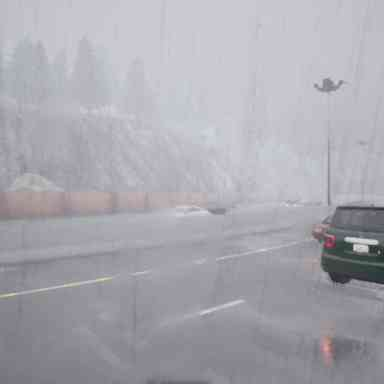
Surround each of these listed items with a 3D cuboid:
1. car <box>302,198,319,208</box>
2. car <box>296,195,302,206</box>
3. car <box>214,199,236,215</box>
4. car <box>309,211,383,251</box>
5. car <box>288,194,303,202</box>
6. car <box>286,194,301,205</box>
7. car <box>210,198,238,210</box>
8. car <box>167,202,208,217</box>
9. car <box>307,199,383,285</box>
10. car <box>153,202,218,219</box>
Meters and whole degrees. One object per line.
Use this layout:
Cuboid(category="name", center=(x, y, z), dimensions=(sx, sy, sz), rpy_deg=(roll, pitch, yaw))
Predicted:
Cuboid(category="car", center=(18.975, 1.699, 51.708), dimensions=(1.882, 1.535, 5.008), rpy_deg=(0, 0, 31))
Cuboid(category="car", center=(21.460, 1.795, 62.494), dimensions=(1.812, 1.442, 4.674), rpy_deg=(0, 0, 32))
Cuboid(category="car", center=(1.792, 1.641, 30.875), dimensions=(2.128, 1.511, 4.902), rpy_deg=(0, 0, 36))
Cuboid(category="car", center=(7.403, 1.665, 15.465), dimensions=(1.895, 1.301, 4.718), rpy_deg=(0, 0, 44))
Cuboid(category="car", center=(26.145, 1.542, 83.823), dimensions=(2.150, 2.045, 5.566), rpy_deg=(0, 0, 31))
Cuboid(category="car", center=(20.664, 1.775, 67.934), dimensions=(1.882, 1.535, 5.008), rpy_deg=(0, 0, 31))
Cuboid(category="car", center=(4.758, 1.721, 48.468), dimensions=(2.128, 1.511, 4.902), rpy_deg=(0, 0, 31))
Cuboid(category="car", center=(-0.396, 1.731, 33.781), dimensions=(1.994, 1.385, 4.181), rpy_deg=(0, 0, 36))
Cuboid(category="car", center=(5.458, 1.256, 8.638), dimensions=(5.566, 2.045, 2.150), rpy_deg=(0, 0, -42))
Cuboid(category="car", center=(-0.558, 1.639, 22.633), dimensions=(1.812, 1.442, 4.674), rpy_deg=(0, 0, 43))
